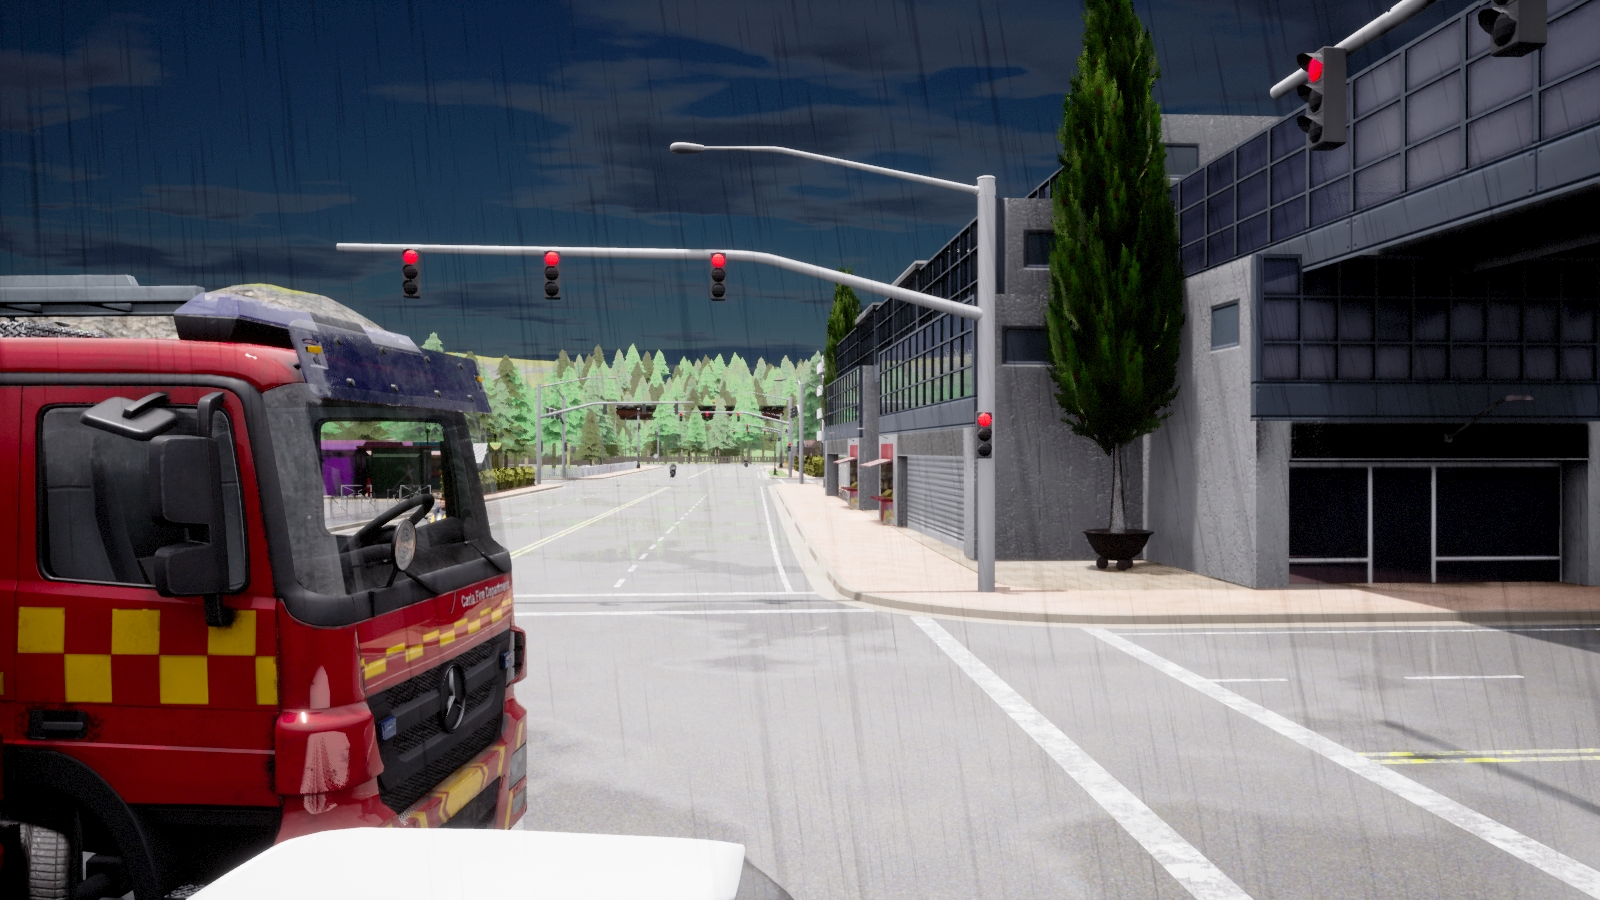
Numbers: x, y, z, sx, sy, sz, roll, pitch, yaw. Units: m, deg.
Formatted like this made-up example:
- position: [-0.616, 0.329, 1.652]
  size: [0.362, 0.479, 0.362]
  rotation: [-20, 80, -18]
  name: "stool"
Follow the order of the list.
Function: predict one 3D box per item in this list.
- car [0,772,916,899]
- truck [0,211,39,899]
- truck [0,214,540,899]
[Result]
- position: [-1.549, 2.065, 3.579]
  size: [3.806, 1.475, 1.970]
  rotation: [0, 0, 5]
  name: "car"
- position: [-7.587, 0.890, 3.490]
  size: [8.468, 3.827, 2.891]
  rotation: [0, 0, -3]
  name: "truck"
- position: [-6.102, 0.890, 6.659]
  size: [8.468, 3.827, 2.891]
  rotation: [0, 0, 4]
  name: "truck"
